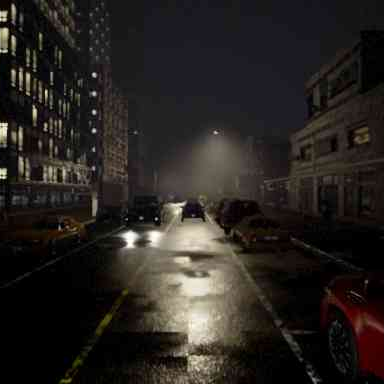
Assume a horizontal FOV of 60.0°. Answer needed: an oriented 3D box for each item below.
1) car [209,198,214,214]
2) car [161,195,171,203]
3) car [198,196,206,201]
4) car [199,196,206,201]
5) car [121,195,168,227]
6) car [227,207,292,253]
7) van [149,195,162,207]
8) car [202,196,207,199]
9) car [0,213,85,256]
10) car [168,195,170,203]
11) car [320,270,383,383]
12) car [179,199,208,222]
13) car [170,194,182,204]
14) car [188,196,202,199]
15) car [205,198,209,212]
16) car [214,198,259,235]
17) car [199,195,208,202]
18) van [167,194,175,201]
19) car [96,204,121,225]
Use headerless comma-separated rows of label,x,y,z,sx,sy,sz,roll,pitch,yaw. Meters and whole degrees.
car,2.687,1.342,24.504,2.192,1.841,5.009,0,0,0
car,-5.708,1.547,74.337,1.967,1.590,4.097,0,0,0
car,2.667,1.686,90.948,1.887,1.381,4.507,0,0,0
car,2.669,1.711,85.411,1.802,1.307,4.206,0,0,0
car,-3.107,1.249,23.102,2.150,2.045,5.566,0,0,0
car,2.689,1.539,13.600,1.752,1.417,4.829,0,0,0
van,-5.702,1.407,52.189,1.690,1.788,3.998,0,0,0
car,2.678,1.648,52.189,1.802,1.307,4.206,0,0,0
car,-5.692,1.539,13.260,1.752,1.417,4.829,0,0,0
car,-5.705,1.610,63.093,1.752,1.417,4.829,0,0,0
car,2.693,1.317,2.356,2.192,1.841,5.009,0,0,0
car,0.092,1.555,26.943,1.812,1.442,4.674,0,0,0
car,-3.011,1.596,68.591,1.882,1.535,5.008,0,0,-1
car,0.088,1.533,45.643,1.882,1.535,5.008,0,0,0
car,2.682,1.607,35.578,1.947,1.339,4.313,0,0,0
car,2.688,1.335,18.968,2.192,1.841,5.009,0,0,0
car,2.671,1.558,79.874,1.967,1.590,4.097,0,0,0
van,-5.713,1.482,90.947,1.690,1.788,3.998,0,0,0
car,-5.695,1.593,24.504,1.947,1.339,4.313,0,0,0
